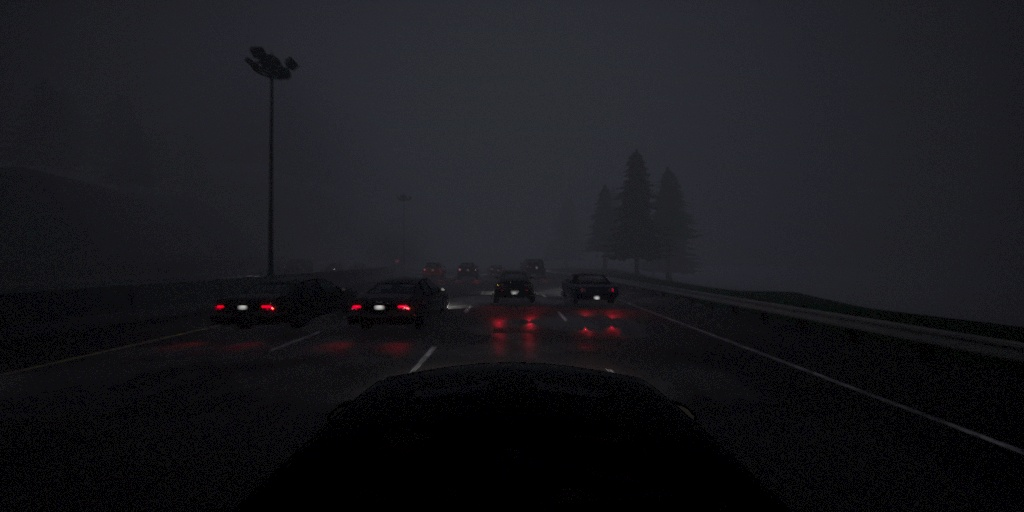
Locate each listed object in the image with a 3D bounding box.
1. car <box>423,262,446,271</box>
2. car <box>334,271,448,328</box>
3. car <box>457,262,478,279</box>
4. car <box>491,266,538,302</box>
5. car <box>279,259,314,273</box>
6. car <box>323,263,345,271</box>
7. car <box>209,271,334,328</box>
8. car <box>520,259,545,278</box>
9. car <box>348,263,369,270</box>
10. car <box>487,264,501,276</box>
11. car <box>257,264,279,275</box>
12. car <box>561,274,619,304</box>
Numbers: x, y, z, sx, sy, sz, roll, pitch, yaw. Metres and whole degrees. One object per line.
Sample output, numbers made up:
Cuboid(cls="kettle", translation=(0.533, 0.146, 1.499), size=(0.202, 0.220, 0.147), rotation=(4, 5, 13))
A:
Cuboid(cls="car", translation=(-8.153, 1.438, 37.807), size=(2.097, 1.767, 4.553), rotation=(0, -1, -7))
Cuboid(cls="car", translation=(-3.400, 1.391, 11.692), size=(2.033, 1.411, 5.357), rotation=(0, -1, 0))
Cuboid(cls="car", translation=(-4.633, 1.437, 37.722), size=(2.097, 1.767, 4.553), rotation=(0, -1, -7))
Cuboid(cls="car", translation=(0.083, 1.427, 17.915), size=(1.812, 1.442, 4.674), rotation=(0, 0, -1))
Cuboid(cls="car", translation=(-27.440, 1.387, 46.329), size=(2.150, 2.045, 5.566), rotation=(0, -1, -11))
Cuboid(cls="car", translation=(-24.586, 1.700, 49.644), size=(1.837, 1.490, 4.892), rotation=(0, 0, -12))
Cuboid(cls="car", translation=(-6.901, 1.391, 11.690), size=(2.033, 1.411, 5.357), rotation=(0, -1, 0))
Cuboid(cls="car", translation=(2.239, 1.331, 40.127), size=(2.150, 2.045, 5.566), rotation=(0, 0, -7))
Cuboid(cls="car", translation=(-20.860, 1.668, 48.906), size=(1.882, 1.535, 5.008), rotation=(0, -1, -12))
Cuboid(cls="car", translation=(-1.996, 1.716, 44.727), size=(1.994, 1.385, 4.181), rotation=(0, -1, -9))
Cuboid(cls="car", translation=(-31.044, 1.729, 46.369), size=(1.994, 1.385, 4.181), rotation=(0, 0, -12))
Cuboid(cls="car", translation=(3.589, 1.498, 17.428), size=(1.895, 1.301, 4.718), rotation=(0, -1, 0))
